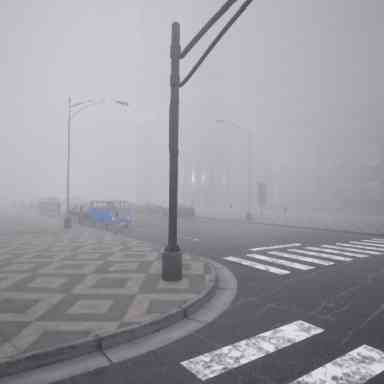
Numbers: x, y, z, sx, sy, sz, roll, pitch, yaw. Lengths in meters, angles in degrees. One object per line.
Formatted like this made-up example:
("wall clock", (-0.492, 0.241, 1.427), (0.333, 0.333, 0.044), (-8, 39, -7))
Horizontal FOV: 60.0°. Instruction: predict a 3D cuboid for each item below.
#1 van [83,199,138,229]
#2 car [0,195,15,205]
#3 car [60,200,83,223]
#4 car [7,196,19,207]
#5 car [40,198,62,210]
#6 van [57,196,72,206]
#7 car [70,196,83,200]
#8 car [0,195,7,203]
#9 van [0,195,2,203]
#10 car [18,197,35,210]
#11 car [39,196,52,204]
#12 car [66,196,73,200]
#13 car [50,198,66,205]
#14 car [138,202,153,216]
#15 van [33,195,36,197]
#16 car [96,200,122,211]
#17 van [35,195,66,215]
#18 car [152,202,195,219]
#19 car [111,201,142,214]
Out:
("van", (-5.283, 1.336, 21.227), (1.690, 1.788, 3.998), (1, -1, -35))
("car", (-37.075, 1.732, 66.204), (1.752, 1.417, 4.829), (1, -1, -35))
("car", (-8.474, 1.560, 25.737), (1.887, 1.381, 4.507), (1, -1, -35))
("car", (-27.607, 1.693, 52.808), (2.008, 1.369, 4.403), (1, -1, -35))
("car", (-19.740, 1.659, 46.485), (1.837, 1.490, 4.892), (1, -1, -35))
("van", (-23.812, 1.656, 62.238), (1.690, 1.788, 3.998), (1, -1, -35))
("car", (-17.433, 1.816, 53.214), (1.887, 1.381, 4.507), (1, -1, -35))
("car", (-43.548, 1.566, 75.369), (2.192, 1.841, 5.009), (1, -1, -35))
("van", (-46.738, 1.614, 79.880), (1.690, 1.788, 3.998), (1, -1, -35))
("car", (-21.230, 1.682, 43.784), (1.802, 1.307, 4.206), (1, -1, -35))
("car", (-33.386, 1.820, 75.771), (1.967, 1.590, 4.097), (1, -1, -35))
("car", (-20.622, 1.608, 57.728), (2.192, 1.841, 5.009), (1, -1, -35))
("car", (-27.005, 1.887, 66.747), (2.008, 1.369, 4.403), (1, -1, -35))
("car", (-4.670, 1.731, 35.170), (1.887, 1.381, 4.507), (1, -1, -35))
("van", (-36.575, 1.742, 80.282), (1.690, 1.788, 3.998), (1, -1, -35))
("car", (-11.149, 1.755, 44.331), (1.752, 1.417, 4.829), (1, -1, -35))
("van", (-14.850, 1.398, 34.762), (1.690, 1.788, 3.998), (1, -1, -35))
("car", (-1.479, 1.710, 30.660), (1.887, 1.381, 4.507), (1, -1, -35))
("car", (-7.860, 1.752, 39.681), (1.887, 1.381, 4.507), (1, -1, -35))
